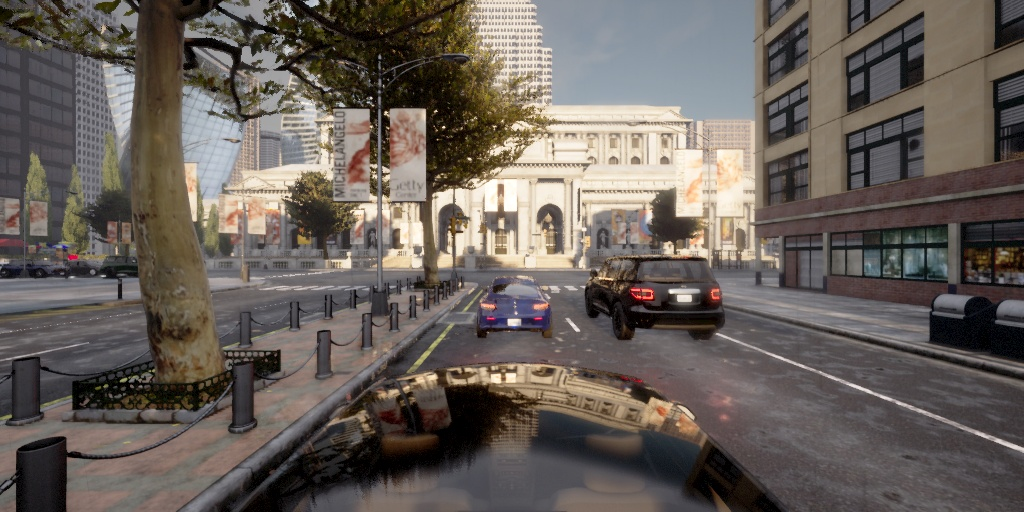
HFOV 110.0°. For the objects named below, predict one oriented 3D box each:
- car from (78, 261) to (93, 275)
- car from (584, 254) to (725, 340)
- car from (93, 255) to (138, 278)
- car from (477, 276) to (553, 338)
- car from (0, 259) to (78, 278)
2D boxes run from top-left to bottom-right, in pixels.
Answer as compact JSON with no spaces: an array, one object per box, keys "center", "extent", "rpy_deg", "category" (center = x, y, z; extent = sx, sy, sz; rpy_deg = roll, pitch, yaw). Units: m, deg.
[{"center":[-44.450,1.255,37.615],"extent":[4.892,1.490,1.837],"rpy_deg":[0,0,-1],"category":"car"},{"center":[3.579,0.971,10.121],"extent":[2.150,2.045,5.566],"rpy_deg":[0,0,0],"category":"car"},{"center":[-35.669,0.971,34.171],"extent":[5.566,2.045,2.150],"rpy_deg":[0,0,0],"category":"car"},{"center":[0.072,1.276,10.110],"extent":[1.812,1.442,4.674],"rpy_deg":[0,0,0],"category":"car"},{"center":[-45.080,1.102,34.091],"extent":[4.553,1.767,2.097],"rpy_deg":[0,0,-2],"category":"car"}]
